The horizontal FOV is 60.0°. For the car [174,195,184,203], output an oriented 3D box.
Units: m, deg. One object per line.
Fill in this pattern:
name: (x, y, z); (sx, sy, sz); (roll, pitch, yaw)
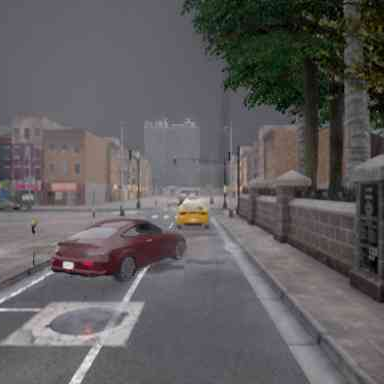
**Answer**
car: (-2.514, 1.274, 63.777); (1.752, 1.417, 4.829); (0, 0, 0)

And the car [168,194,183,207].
car: (-2.546, 1.334, 47.421); (1.752, 1.417, 4.829); (0, 0, 0)

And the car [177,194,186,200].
car: (-2.482, 1.240, 80.303); (2.008, 1.369, 4.403); (0, 0, 0)

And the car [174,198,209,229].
car: (0.087, 1.389, 21.109); (1.882, 1.535, 5.008); (0, 0, 1)

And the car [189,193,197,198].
car: (0.154, 1.283, 78.585); (1.895, 1.301, 4.718); (0, 0, 0)

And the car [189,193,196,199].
car: (0.174, 1.062, 88.559); (1.994, 1.385, 4.181); (0, 0, 0)

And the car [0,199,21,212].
car: (-20.809, 1.435, 35.934); (4.181, 1.385, 1.994); (0, 0, 0)

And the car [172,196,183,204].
car: (-2.525, 1.350, 58.495); (1.802, 1.307, 4.206); (0, 0, 0)

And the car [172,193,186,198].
car: (-2.536, 1.103, 53.042); (2.192, 1.841, 5.009); (0, 0, 0)

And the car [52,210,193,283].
car: (-1.840, 1.484, 9.644); (1.812, 1.442, 4.674); (0, 1, 25)
